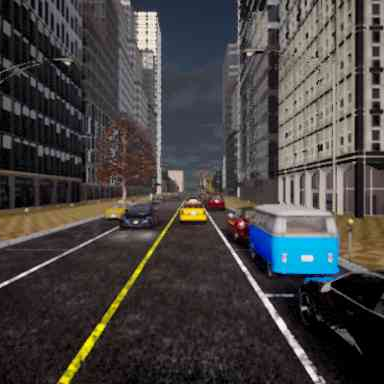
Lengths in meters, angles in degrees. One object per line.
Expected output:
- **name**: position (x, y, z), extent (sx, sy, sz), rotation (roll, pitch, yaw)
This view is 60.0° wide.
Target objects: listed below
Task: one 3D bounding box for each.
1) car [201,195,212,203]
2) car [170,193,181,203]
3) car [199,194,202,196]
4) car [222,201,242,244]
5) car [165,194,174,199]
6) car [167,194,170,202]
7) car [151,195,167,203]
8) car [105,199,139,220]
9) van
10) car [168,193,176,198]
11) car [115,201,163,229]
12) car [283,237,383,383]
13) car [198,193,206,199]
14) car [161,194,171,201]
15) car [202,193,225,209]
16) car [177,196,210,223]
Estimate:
- **car**: position (2.675, 1.211, 61.004), extent (1.752, 1.417, 4.829), rotation (0, 0, 0)
- **car**: position (-3.059, 1.245, 61.852), extent (1.994, 1.385, 4.181), rotation (0, 0, 1)
- **car**: position (0.087, 1.355, 41.946), extent (1.994, 1.385, 4.181), rotation (0, 0, 0)
- **car**: position (2.689, 1.368, 15.297), extent (1.967, 1.590, 4.097), rotation (0, 0, 0)
- **car**: position (-5.712, 1.104, 83.613), extent (2.008, 1.369, 4.403), rotation (0, 0, 0)
- **car**: position (-5.705, 1.253, 60.845), extent (1.947, 1.339, 4.313), rotation (0, 0, 0)
- **car**: position (-5.703, 1.270, 55.152), extent (2.008, 1.369, 4.403), rotation (0, 0, 0)
- **car**: position (-5.695, 1.398, 26.520), extent (1.752, 1.417, 4.829), rotation (0, 0, 0)
- **van**: position (2.691, 1.296, 9.606), extent (1.690, 1.788, 3.998), rotation (0, 0, 0)
- **car**: position (-5.715, 1.028, 94.997), extent (1.887, 1.381, 4.507), rotation (0, 0, 0)
- **car**: position (-3.106, 1.467, 20.397), extent (1.994, 1.385, 4.181), rotation (0, 0, 0)
- **car**: position (2.692, 1.548, 3.913), extent (1.947, 1.339, 4.313), rotation (0, 0, 0)
- **car**: position (2.667, 1.084, 89.295), extent (1.947, 1.339, 4.313), rotation (0, 0, 0)
- **car**: position (-5.708, 1.203, 72.227), extent (1.802, 1.307, 4.206), rotation (0, 0, 0)
- **car**: position (2.683, 1.127, 38.065), extent (2.192, 1.841, 5.009), rotation (0, 0, 0)
- **car**: position (0.093, 1.341, 24.002), extent (1.801, 1.575, 5.366), rotation (0, 0, 0)
